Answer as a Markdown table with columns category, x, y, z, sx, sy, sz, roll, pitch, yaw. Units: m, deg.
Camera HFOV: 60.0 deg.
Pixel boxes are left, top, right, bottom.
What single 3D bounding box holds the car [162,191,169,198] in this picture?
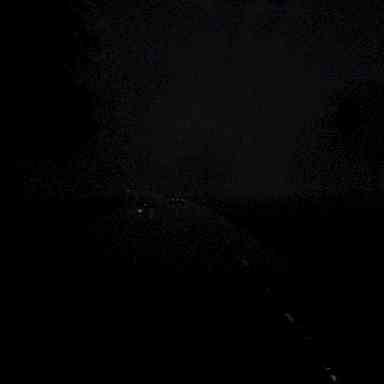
| category | x | y | z | sx | sy | sz | roll | pitch | yaw |
| --- | --- | --- | --- | --- | --- | --- | --- | --- | --- |
| car | -5.313 | 0.541 | 70.872 | 2.033 | 1.411 | 5.357 | 0 | 1 | -9 |

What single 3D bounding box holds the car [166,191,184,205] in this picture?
| category | x | y | z | sx | sy | sz | roll | pitch | yaw |
| --- | --- | --- | --- | --- | --- | --- | --- | --- | --- |
| car | -2.082 | 1.001 | 44.945 | 2.033 | 1.411 | 5.357 | 0 | 1 | -5 |

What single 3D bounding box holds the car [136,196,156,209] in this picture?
| category | x | y | z | sx | sy | sz | roll | pitch | yaw |
| --- | --- | --- | --- | --- | --- | --- | --- | --- | --- |
| car | -5.181 | 1.121 | 37.828 | 1.994 | 1.385 | 4.181 | 0 | 1 | -5 |
